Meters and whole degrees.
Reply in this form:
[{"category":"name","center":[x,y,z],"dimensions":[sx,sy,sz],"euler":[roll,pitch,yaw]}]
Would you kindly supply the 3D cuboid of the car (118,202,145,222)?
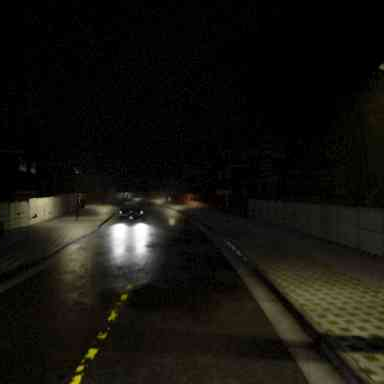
[{"category":"car","center":[-4.510,1.474,25.281],"dimensions":[1.895,1.301,4.718],"euler":[0,0,-8]}]
